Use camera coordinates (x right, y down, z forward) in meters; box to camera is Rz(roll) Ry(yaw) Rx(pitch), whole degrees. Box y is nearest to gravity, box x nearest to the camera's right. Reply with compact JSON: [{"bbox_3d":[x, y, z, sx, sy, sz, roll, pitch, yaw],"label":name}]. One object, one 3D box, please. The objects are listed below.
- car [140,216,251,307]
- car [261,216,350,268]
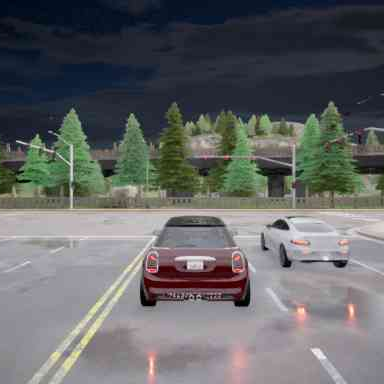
[{"bbox_3d":[0.077,1.352,8.157,2.097,1.767,4.553,0,0,1],"label":"car"},{"bbox_3d":[3.594,1.526,11.205,1.812,1.442,4.674,0,0,0],"label":"car"}]
